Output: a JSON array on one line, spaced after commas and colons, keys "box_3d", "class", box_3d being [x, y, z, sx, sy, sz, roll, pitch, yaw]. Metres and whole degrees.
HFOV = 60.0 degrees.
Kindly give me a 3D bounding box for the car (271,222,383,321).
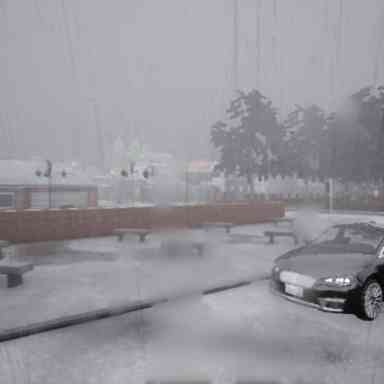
[{"box_3d": [3.805, 1.462, 7.303, 4.902, 1.511, 2.128, 0, 0, -35], "class": "car"}]
